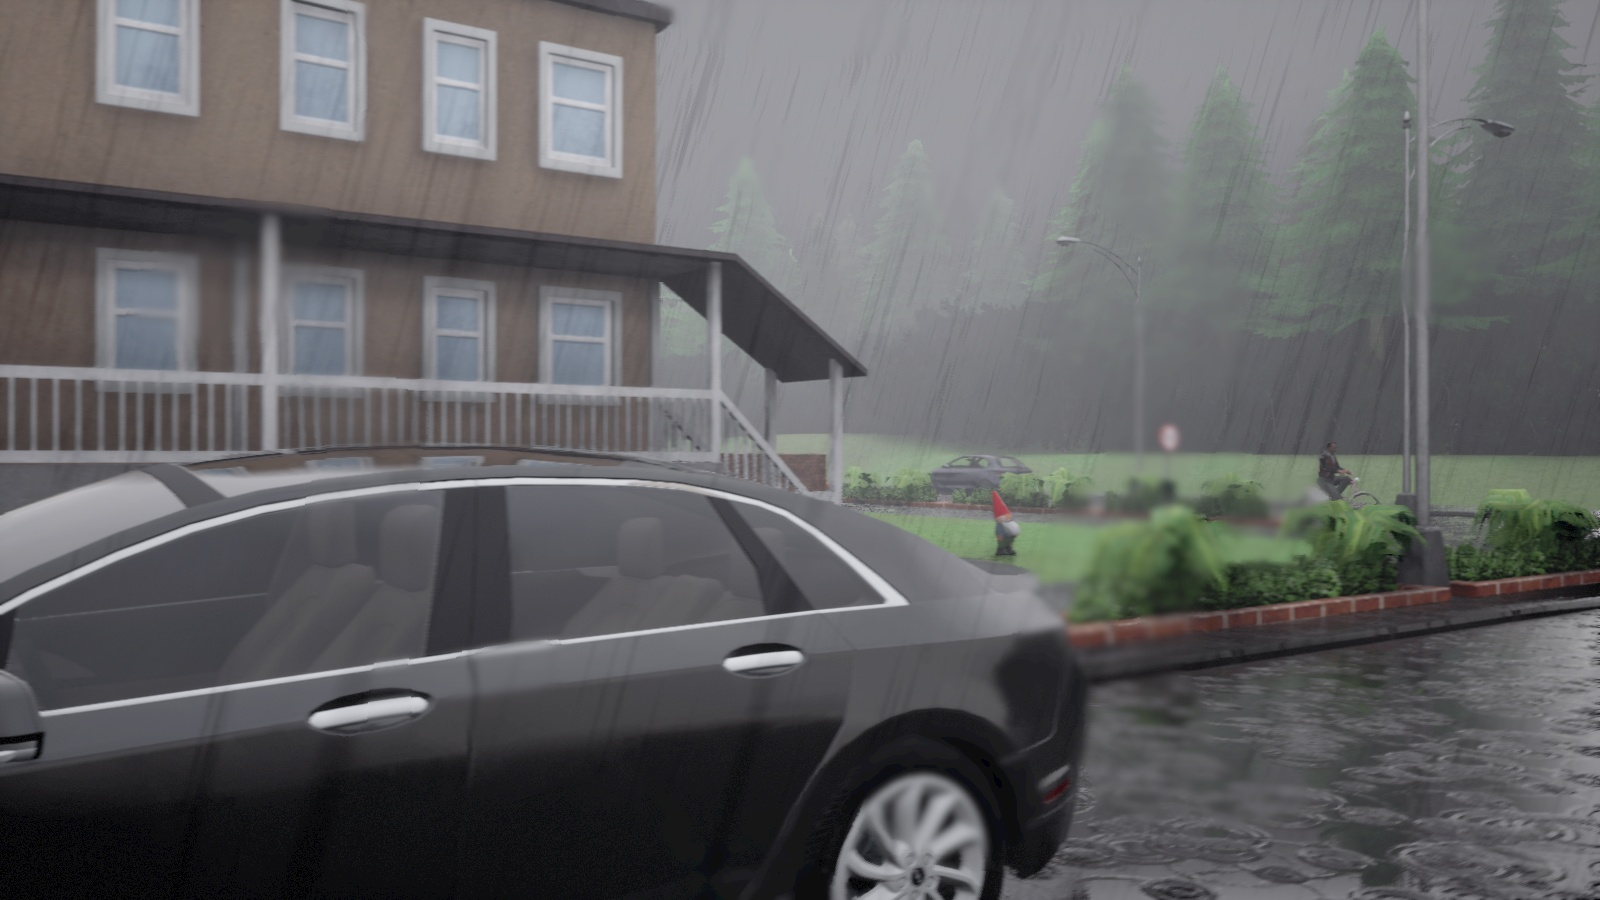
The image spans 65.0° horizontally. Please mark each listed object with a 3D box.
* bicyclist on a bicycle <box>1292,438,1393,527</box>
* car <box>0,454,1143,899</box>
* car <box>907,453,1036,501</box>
[{"bbox_3d":[11.275,0.656,26.147,0.659,1.776,1.843,0,0,-35],"label":"bicyclist on a bicycle"},{"bbox_3d":[-1.472,0.761,3.243,4.892,1.490,1.837,0,0,-35],"label":"car"},{"bbox_3d":[5.585,0.848,41.343,1.816,1.474,4.193,0,0,-35],"label":"car"}]
